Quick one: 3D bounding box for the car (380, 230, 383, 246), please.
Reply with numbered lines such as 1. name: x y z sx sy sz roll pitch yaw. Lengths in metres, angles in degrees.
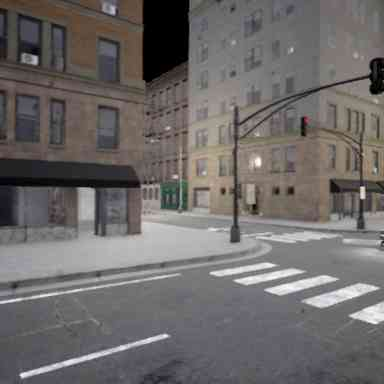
1. car: 10.314 1.784 14.921 4.892 1.490 1.837 0 0 -36
